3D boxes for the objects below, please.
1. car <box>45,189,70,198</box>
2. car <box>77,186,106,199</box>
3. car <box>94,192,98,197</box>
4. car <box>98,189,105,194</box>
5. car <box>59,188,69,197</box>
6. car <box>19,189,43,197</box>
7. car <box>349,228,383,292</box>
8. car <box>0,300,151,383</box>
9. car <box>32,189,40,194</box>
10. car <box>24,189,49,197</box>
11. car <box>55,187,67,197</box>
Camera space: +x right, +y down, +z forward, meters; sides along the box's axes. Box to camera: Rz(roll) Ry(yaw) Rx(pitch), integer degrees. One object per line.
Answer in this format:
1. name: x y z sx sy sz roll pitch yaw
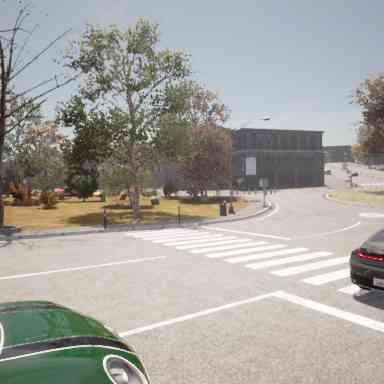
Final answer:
1. car: -28.585 0.294 70.958 2.231 1.521 4.892 -1 2 18
2. car: -19.139 0.054 63.744 2.435 2.045 5.566 -2 2 17
3. car: -16.799 0.286 61.753 1.946 1.575 5.366 -1 2 17
4. car: -14.385 0.125 60.127 2.185 1.767 4.553 -2 2 16
5. car: -23.875 0.351 67.296 2.163 1.488 4.792 -1 2 17
6. car: -37.889 0.150 78.347 2.097 1.535 5.008 0 3 19
7. car: 5.597 1.474 7.702 4.892 1.490 1.837 0 0 -35
8. car: -2.460 1.353 1.986 4.553 1.767 2.097 0 0 -36
9. car: -33.267 0.102 74.604 2.185 1.767 4.553 0 2 18
10. car: -35.634 0.194 76.308 1.946 1.575 5.366 0 3 18
11. car: -26.238 0.061 69.101 2.435 2.045 5.566 0 2 17
